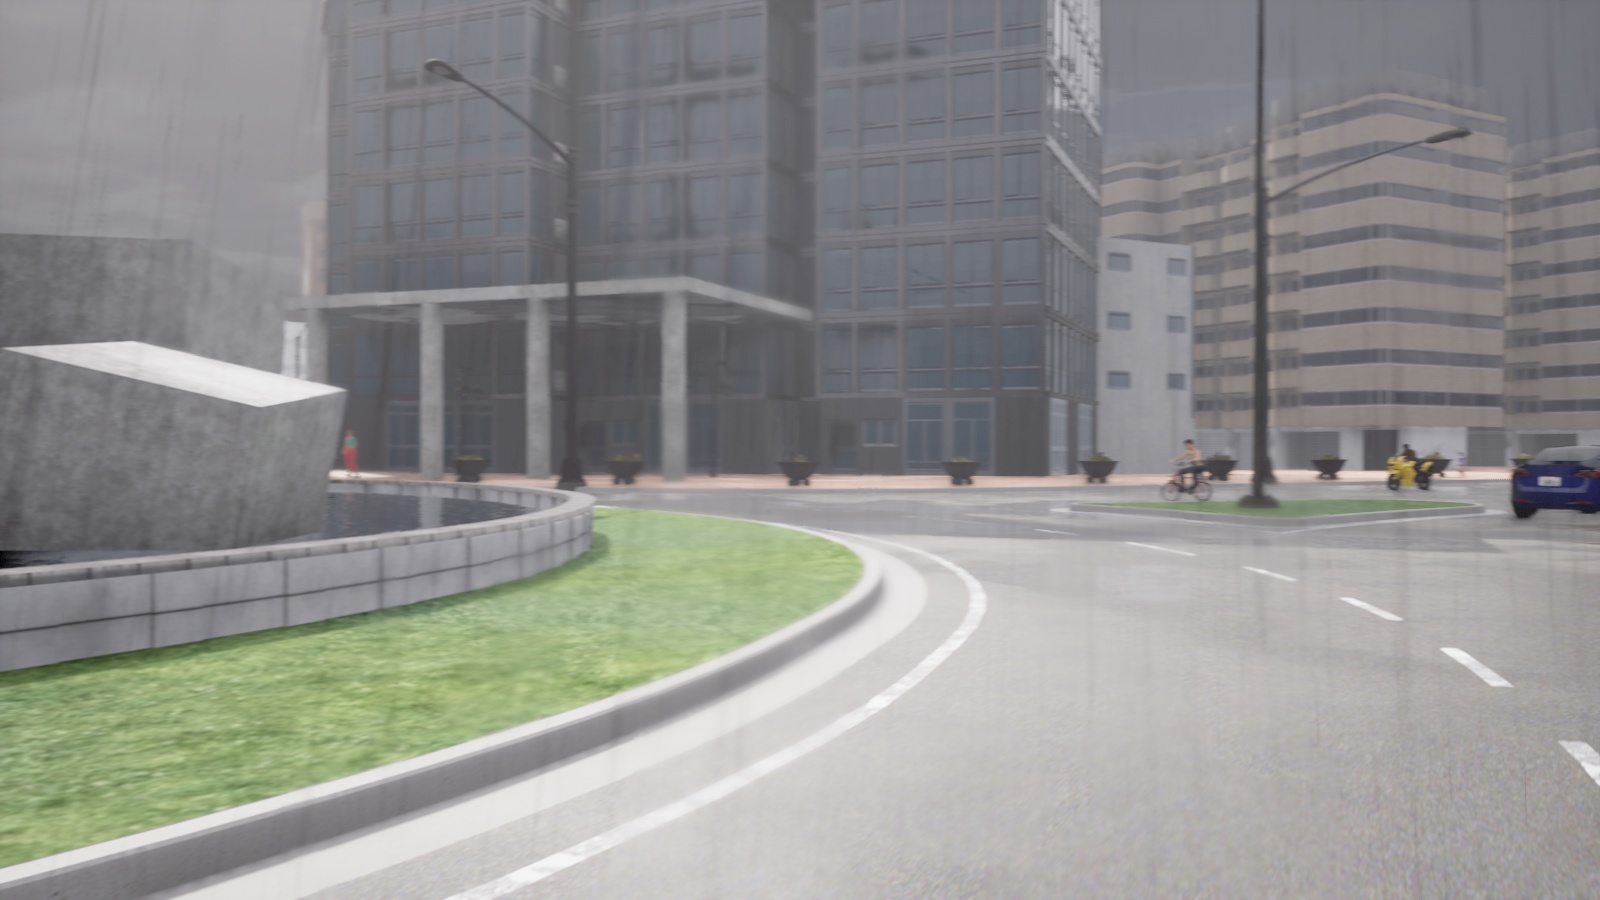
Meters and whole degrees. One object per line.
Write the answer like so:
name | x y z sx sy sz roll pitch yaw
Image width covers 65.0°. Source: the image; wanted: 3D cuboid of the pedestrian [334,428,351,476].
pedestrian | -17.701 0.079 48.564 0.594 1.836 0.345 0 0 32

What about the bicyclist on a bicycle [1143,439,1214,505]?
bicyclist on a bicycle | 9.583 0.541 31.789 1.509 1.612 0.866 0 0 -20

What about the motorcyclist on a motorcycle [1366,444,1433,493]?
motorcyclist on a motorcycle | 18.907 0.577 39.609 2.044 1.523 0.797 0 0 -26

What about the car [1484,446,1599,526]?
car | 16.205 0.663 25.624 4.792 1.488 2.163 0 0 -37
